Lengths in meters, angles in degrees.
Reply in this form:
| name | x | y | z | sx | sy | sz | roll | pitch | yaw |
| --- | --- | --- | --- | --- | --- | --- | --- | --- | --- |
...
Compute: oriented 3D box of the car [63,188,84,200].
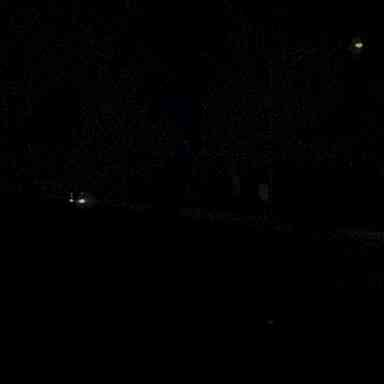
| name | x | y | z | sx | sy | sz | roll | pitch | yaw |
| --- | --- | --- | --- | --- | --- | --- | --- | --- | --- |
| car | -17.996 | 0.206 | 50.480 | 2.097 | 1.767 | 4.553 | 0 | 1 | -35 |
